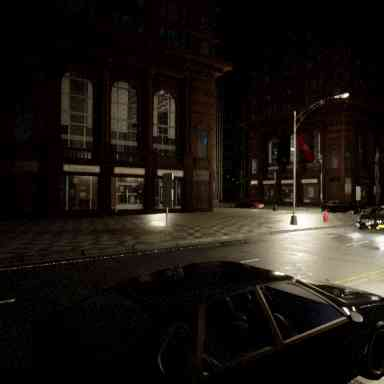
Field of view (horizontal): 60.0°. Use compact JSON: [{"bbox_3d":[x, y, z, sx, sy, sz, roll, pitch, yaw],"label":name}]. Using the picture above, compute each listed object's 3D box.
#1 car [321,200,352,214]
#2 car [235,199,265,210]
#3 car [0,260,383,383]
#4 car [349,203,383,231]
[{"bbox_3d":[16.062,1.666,35.172,1.837,1.490,4.892,1,0,-32],"label":"car"},{"bbox_3d":[8.047,1.753,46.676,1.812,1.442,4.674,1,-1,-35],"label":"car"},{"bbox_3d":[0.394,1.548,3.723,5.357,1.411,2.033,0,0,-36],"label":"car"},{"bbox_3d":[11.760,1.548,19.876,4.892,1.490,1.837,0,0,-35],"label":"car"}]
